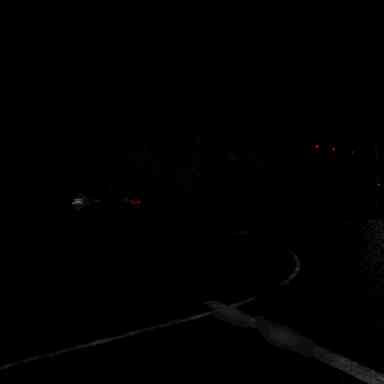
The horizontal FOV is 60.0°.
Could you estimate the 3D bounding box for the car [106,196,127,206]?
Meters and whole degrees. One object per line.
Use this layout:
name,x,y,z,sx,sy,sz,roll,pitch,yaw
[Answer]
car,-14.110,1.773,58.992,2.033,1.411,5.357,1,0,-35

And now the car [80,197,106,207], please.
car,-17.015,1.683,57.040,2.128,1.511,4.902,1,0,-35

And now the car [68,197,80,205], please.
car,-22.992,1.668,65.541,2.128,1.511,4.902,1,0,-35

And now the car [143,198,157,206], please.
car,-8.495,1.786,63.177,2.128,1.511,4.902,1,0,-35

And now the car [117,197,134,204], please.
car,-14.402,1.763,71.579,1.812,1.442,4.674,1,0,-35

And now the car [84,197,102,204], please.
car,-20.129,1.713,67.553,2.033,1.411,5.357,1,0,-35

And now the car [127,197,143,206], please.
car,-11.375,1.861,61.186,1.895,1.301,4.718,1,0,-35

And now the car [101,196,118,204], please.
car,-17.265,1.705,69.566,1.837,1.490,4.892,1,0,-35
